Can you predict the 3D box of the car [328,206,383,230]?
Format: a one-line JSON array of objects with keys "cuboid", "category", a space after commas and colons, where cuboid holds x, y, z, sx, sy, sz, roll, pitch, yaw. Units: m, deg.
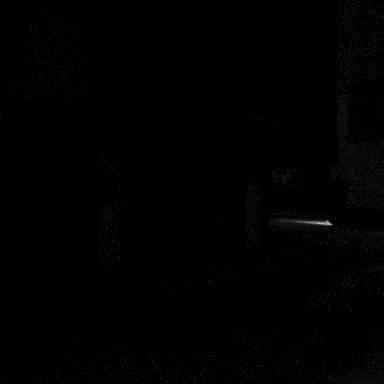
[{"cuboid": [10.971, 1.560, 21.421, 1.994, 1.385, 4.181, 0, 0, -28], "category": "car"}]
